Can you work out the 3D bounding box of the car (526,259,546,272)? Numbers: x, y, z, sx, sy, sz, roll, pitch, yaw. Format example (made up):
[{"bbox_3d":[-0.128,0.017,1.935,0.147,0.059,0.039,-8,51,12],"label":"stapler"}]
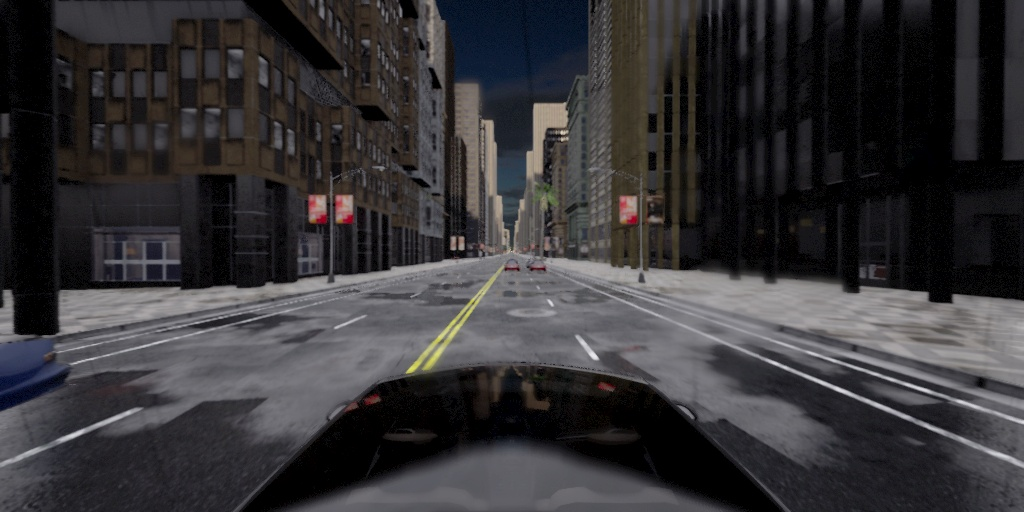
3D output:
[{"bbox_3d":[3.256,1.230,45.600,1.994,1.385,4.181,0,0,0],"label":"car"}]

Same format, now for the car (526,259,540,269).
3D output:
[{"bbox_3d":[3.259,1.193,55.766,1.994,1.385,4.181,0,0,0],"label":"car"}]

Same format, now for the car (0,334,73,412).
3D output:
[{"bbox_3d":[-6.577,1.297,2.120,2.033,1.411,5.357,0,0,0],"label":"car"}]

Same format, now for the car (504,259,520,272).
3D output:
[{"bbox_3d":[0.006,1.230,45.635,1.994,1.385,4.181,0,0,0],"label":"car"}]
